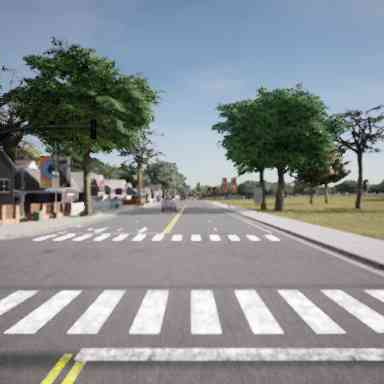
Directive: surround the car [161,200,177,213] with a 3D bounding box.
[{"bbox_3d":[-3.265,1.952,47.547,2.097,1.767,4.553,0,-1,0],"label":"car"}]
